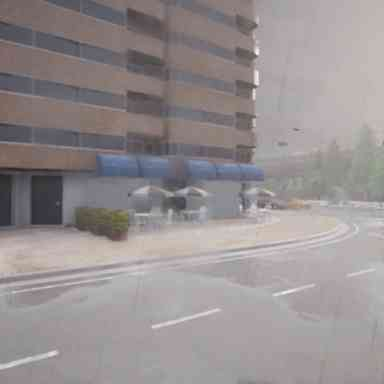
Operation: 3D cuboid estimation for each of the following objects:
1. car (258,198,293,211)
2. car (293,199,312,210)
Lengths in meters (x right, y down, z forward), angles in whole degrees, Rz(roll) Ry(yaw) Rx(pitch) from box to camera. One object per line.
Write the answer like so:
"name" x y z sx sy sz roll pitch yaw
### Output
"car" 10.633 1.665 44.285 1.837 1.490 4.892 1 -1 -31
"car" 14.042 1.652 45.320 1.882 1.535 5.008 1 -1 -30
